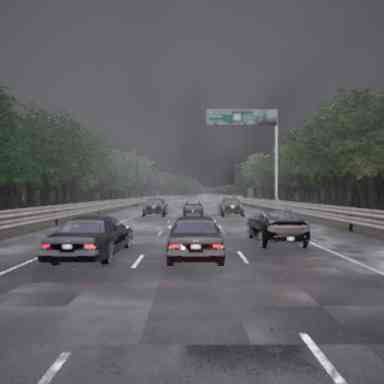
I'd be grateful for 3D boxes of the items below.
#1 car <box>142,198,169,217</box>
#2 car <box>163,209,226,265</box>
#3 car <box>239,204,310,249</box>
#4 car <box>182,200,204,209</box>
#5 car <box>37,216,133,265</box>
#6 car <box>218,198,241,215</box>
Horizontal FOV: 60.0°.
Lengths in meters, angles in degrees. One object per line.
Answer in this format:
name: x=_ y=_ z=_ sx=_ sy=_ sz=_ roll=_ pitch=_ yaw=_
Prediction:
car: x=-3.392 y=1.356 z=31.599 sx=2.097 sy=1.767 sz=4.553 roll=0 pitch=0 yaw=0
car: x=0.104 y=1.544 z=11.602 sx=2.033 sy=1.411 sz=5.357 roll=0 pitch=0 yaw=0
car: x=3.604 y=1.489 z=14.550 sx=2.128 sy=1.511 sz=4.902 roll=0 pitch=0 yaw=0
car: x=0.108 y=1.496 z=31.851 sx=2.128 sy=1.511 sz=4.902 roll=0 pitch=0 yaw=0
car: x=-3.398 y=1.545 z=11.596 sx=2.033 sy=1.411 sz=5.357 roll=0 pitch=0 yaw=0
car: x=3.608 y=1.356 z=31.604 sx=2.097 sy=1.767 sz=4.553 roll=0 pitch=0 yaw=0
